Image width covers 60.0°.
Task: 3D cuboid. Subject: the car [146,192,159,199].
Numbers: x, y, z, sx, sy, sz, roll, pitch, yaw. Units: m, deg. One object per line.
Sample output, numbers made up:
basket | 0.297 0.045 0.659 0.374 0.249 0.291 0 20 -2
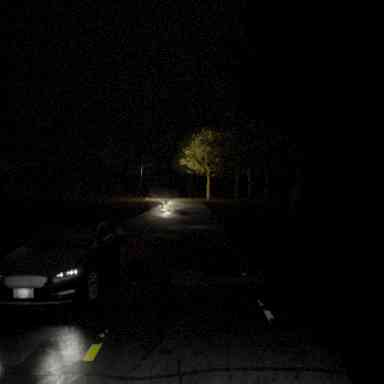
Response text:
car | -9.242 0.801 77.280 1.812 1.442 4.674 -1 1 -30

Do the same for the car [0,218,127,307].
car | -2.844 1.432 8.062 2.128 1.511 4.902 0 0 0

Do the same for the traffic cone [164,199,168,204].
traffic cone | -3.826 1.601 47.563 0.340 0.580 0.340 0 0 0
